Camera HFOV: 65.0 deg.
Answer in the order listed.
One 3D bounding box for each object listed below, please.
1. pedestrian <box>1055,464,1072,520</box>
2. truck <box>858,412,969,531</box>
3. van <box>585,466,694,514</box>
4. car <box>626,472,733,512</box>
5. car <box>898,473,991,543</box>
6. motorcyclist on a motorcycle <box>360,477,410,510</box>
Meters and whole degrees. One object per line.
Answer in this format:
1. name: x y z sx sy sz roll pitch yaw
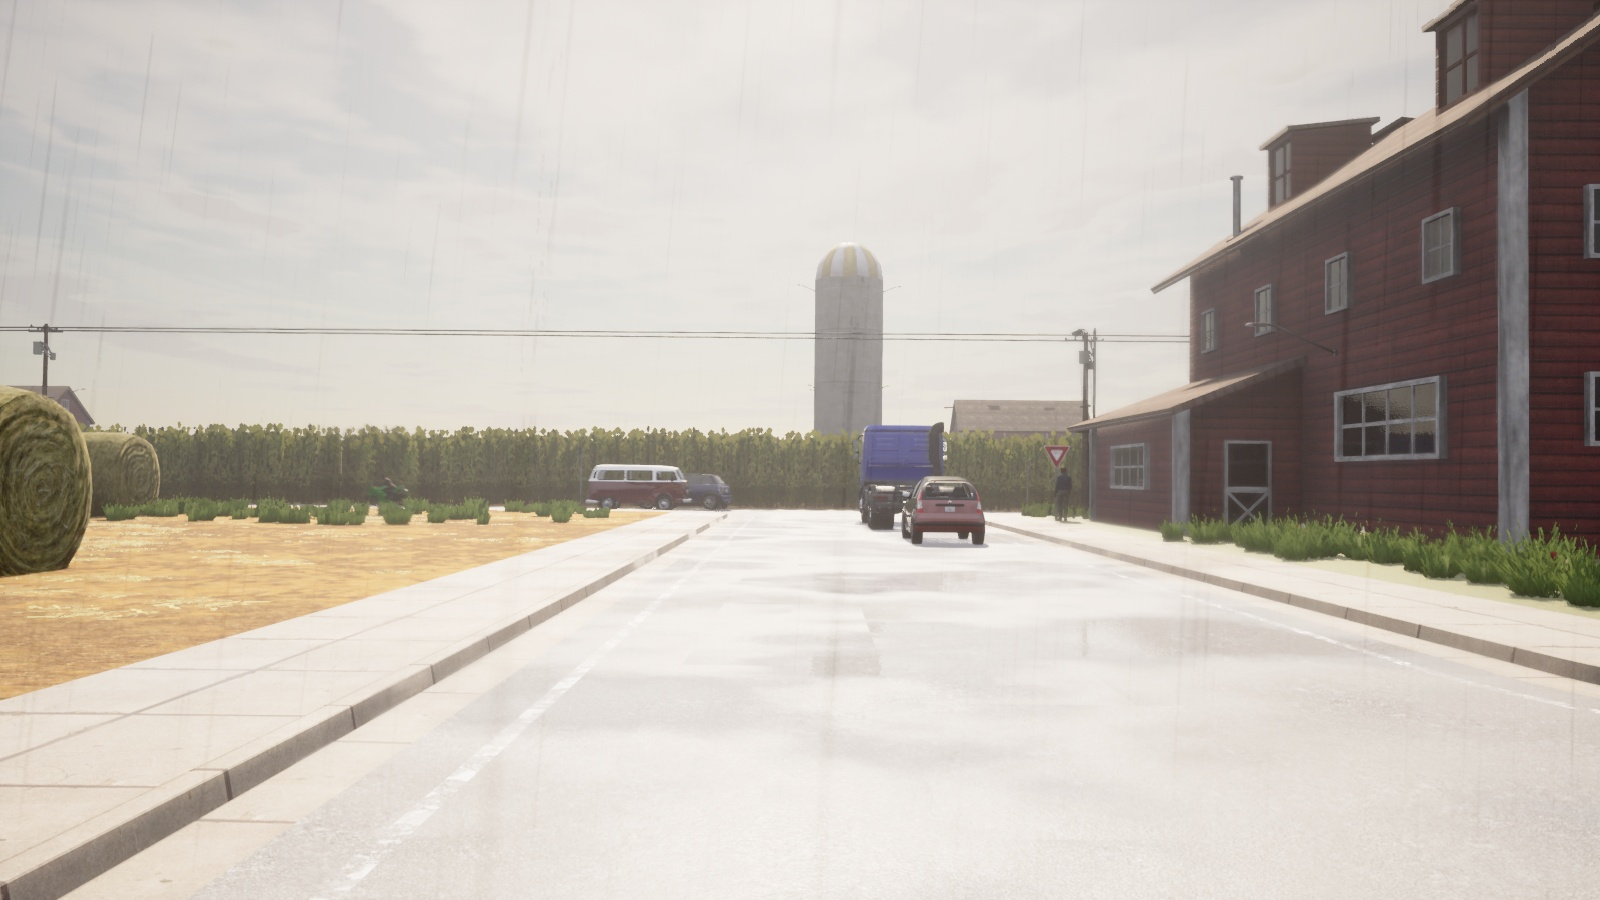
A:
1. pedestrian: 8.738 1.380 41.640 0.370 1.835 0.726 0 -1 -2
2. truck: 3.507 0.709 40.789 2.891 3.462 7.936 0 -1 0
3. van: -6.960 1.721 54.808 4.480 2.038 2.069 0 -1 1
4. car: -5.558 1.926 58.206 4.553 1.767 2.097 0 -1 10
5. car: 3.506 1.387 31.174 1.851 1.617 3.988 0 -1 0
6. motorcyclist on a motorcycle: -19.329 2.032 58.487 2.044 1.523 0.797 0 -1 1
